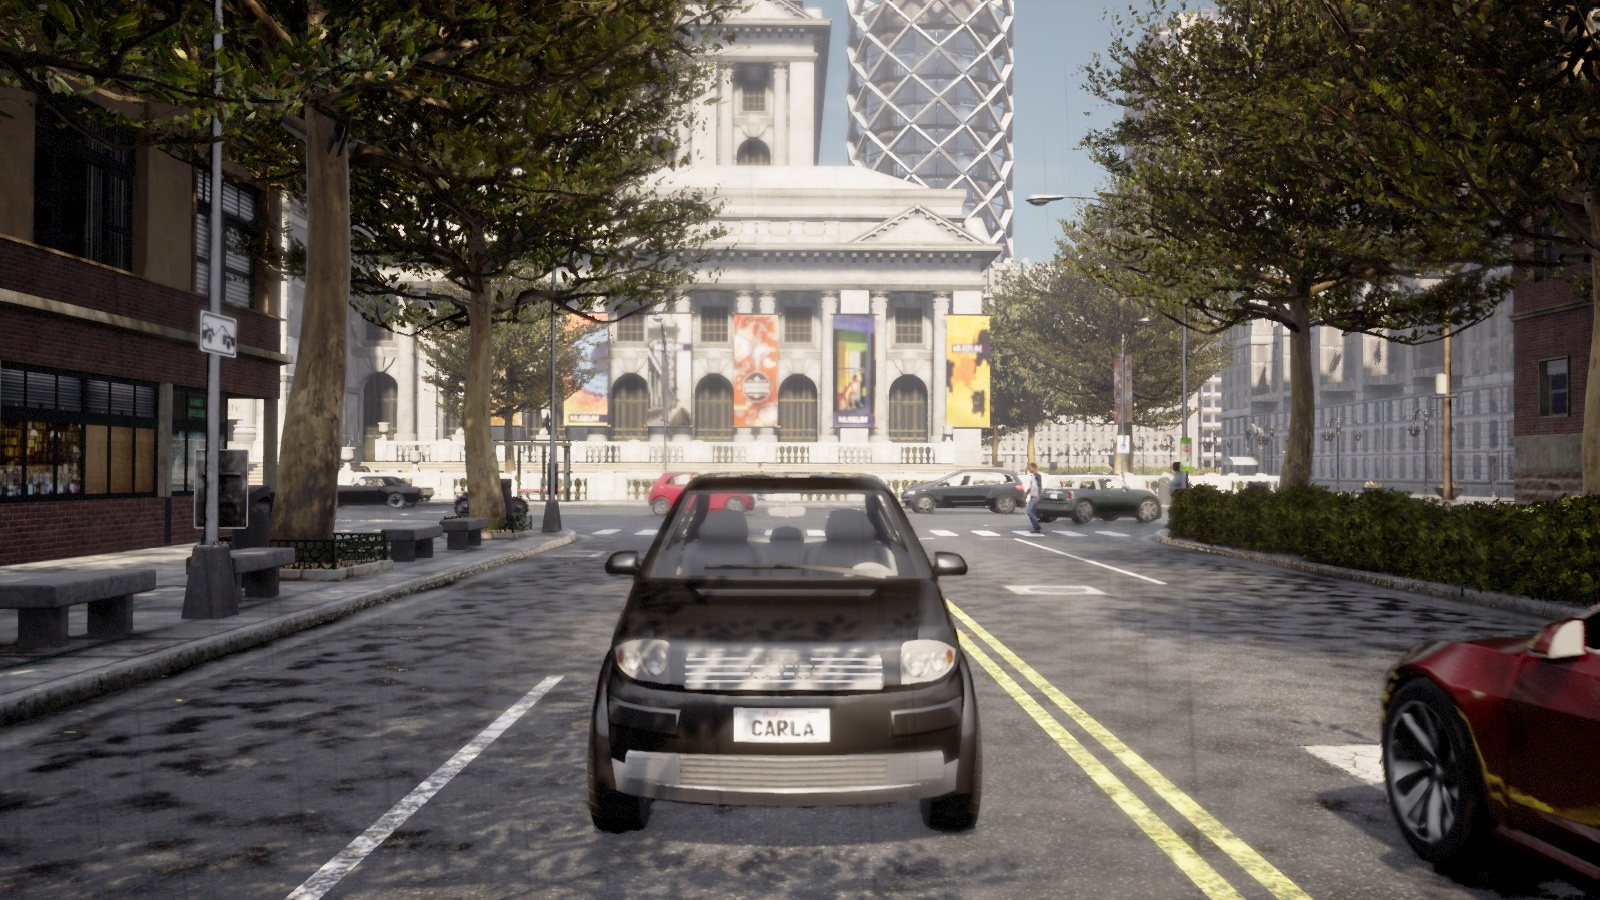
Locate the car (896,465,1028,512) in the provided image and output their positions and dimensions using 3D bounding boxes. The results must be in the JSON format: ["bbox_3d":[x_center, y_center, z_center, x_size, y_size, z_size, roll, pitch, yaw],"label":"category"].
[{"bbox_3d":[5.945,1.415,46.545,4.611,1.667,2.242,0,-1,0],"label":"car"}]

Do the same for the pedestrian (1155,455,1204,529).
[{"bbox_3d":[9.698,1.068,32.111,0.900,1.855,0.874,0,-1,-10],"label":"pedestrian"}]

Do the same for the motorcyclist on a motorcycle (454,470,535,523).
[{"bbox_3d":[-9.601,1.466,39.520,2.350,1.649,0.766,0,-1,0],"label":"motorcyclist on a motorcycle"}]

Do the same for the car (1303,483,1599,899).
[{"bbox_3d":[3.459,0.859,3.491,2.163,1.488,4.792,0,-1,0],"label":"car"}]

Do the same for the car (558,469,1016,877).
[{"bbox_3d":[-0.065,0.900,6.776,1.789,1.549,3.705,0,0,0],"label":"car"}]

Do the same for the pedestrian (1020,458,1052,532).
[{"bbox_3d":[5.930,1.127,31.597,0.706,1.836,0.354,0,-1,-8],"label":"pedestrian"}]

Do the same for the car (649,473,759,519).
[{"bbox_3d":[-3.247,1.562,43.029,3.633,1.501,1.845,0,-1,0],"label":"car"}]

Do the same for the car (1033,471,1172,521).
[{"bbox_3d":[9.349,1.393,38.810,3.806,1.475,1.970,0,-1,-27],"label":"car"}]

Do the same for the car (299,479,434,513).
[{"bbox_3d":[-17.201,1.822,50.004,4.718,1.301,1.895,0,-1,0],"label":"car"}]
